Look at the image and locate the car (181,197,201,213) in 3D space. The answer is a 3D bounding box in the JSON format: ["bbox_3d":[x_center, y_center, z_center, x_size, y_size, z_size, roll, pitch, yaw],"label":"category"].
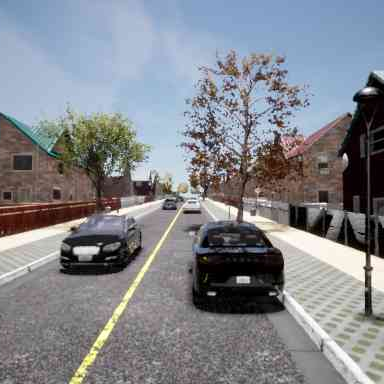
[{"bbox_3d":[0.018,1.574,36.956,1.812,1.442,4.674,0,0,0],"label":"car"}]

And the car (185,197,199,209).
[{"bbox_3d":[-0.020,1.541,47.196,1.882,1.535,5.008,0,0,0],"label":"car"}]

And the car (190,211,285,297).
[{"bbox_3d":[0.951,1.487,8.676,1.882,1.535,5.008,0,0,0],"label":"car"}]

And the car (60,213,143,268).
[{"bbox_3d":[-2.866,1.504,11.375,2.128,1.511,4.902,0,0,0],"label":"car"}]

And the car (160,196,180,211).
[{"bbox_3d":[-2.815,1.581,42.131,1.812,1.442,4.674,0,0,0],"label":"car"}]

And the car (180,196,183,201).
[{"bbox_3d":[-2.873,1.645,79.046,1.837,1.490,4.892,0,0,0],"label":"car"}]
